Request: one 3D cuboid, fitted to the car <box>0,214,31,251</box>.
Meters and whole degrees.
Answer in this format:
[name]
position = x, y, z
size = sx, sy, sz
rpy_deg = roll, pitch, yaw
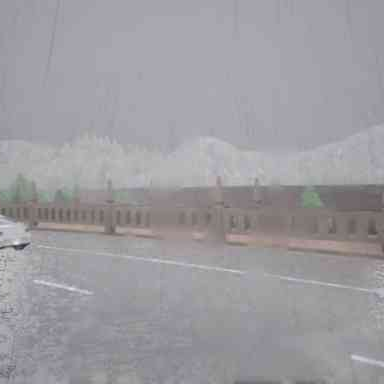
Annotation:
[car]
position = -8.157, 1.542, 12.672
size = 4.674, 1.442, 1.812
rpy_deg = 0, 0, 28
